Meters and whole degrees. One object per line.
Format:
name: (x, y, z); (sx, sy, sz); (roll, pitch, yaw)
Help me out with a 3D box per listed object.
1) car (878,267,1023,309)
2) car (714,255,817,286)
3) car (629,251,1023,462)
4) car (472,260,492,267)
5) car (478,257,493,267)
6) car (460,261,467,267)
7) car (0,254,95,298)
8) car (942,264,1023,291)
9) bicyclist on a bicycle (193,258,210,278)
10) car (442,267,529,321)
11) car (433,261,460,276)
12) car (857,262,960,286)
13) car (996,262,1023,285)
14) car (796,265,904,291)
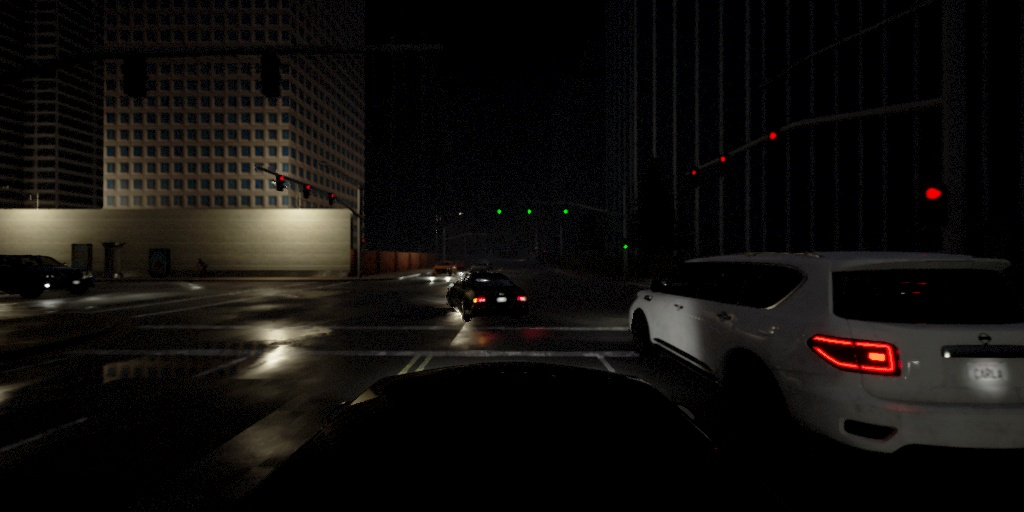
car: (17.825, 1.214, 14.101); (4.892, 1.490, 1.837); (0, 0, 1)
car: (17.299, 0.944, 24.702); (5.566, 2.045, 2.150); (0, 0, 0)
car: (3.600, 0.975, 5.400); (2.150, 2.045, 5.566); (0, 0, 0)
car: (-3.616, 1.397, 40.781); (1.895, 1.301, 4.718); (0, 0, 0)
car: (-3.598, 1.299, 49.844); (2.128, 1.511, 4.902); (0, 0, 0)
car: (-7.104, 1.330, 47.578); (1.812, 1.442, 4.674); (0, 0, 0)
car: (-24.091, 0.935, 17.569); (5.566, 2.045, 2.150); (0, 0, 0)
car: (28.941, 1.223, 21.181); (4.892, 1.490, 1.837); (0, 0, 0)
bicyclist on a bicycle: (-25.589, 1.028, 29.554); (0.582, 1.620, 1.656); (0, 0, 0)
car: (-1.029, 1.277, 12.462); (2.033, 1.411, 5.357); (0, 0, -17)
car: (-7.117, 1.271, 38.239); (1.882, 1.535, 5.008); (0, 0, 0)
car: (27.157, 1.200, 24.685); (5.008, 1.535, 1.882); (0, 0, 0)
car: (37.181, 1.214, 24.658); (4.902, 1.511, 2.128); (0, 0, 0)
car: (19.819, 1.244, 21.178); (4.674, 1.442, 1.812); (0, 0, 0)
